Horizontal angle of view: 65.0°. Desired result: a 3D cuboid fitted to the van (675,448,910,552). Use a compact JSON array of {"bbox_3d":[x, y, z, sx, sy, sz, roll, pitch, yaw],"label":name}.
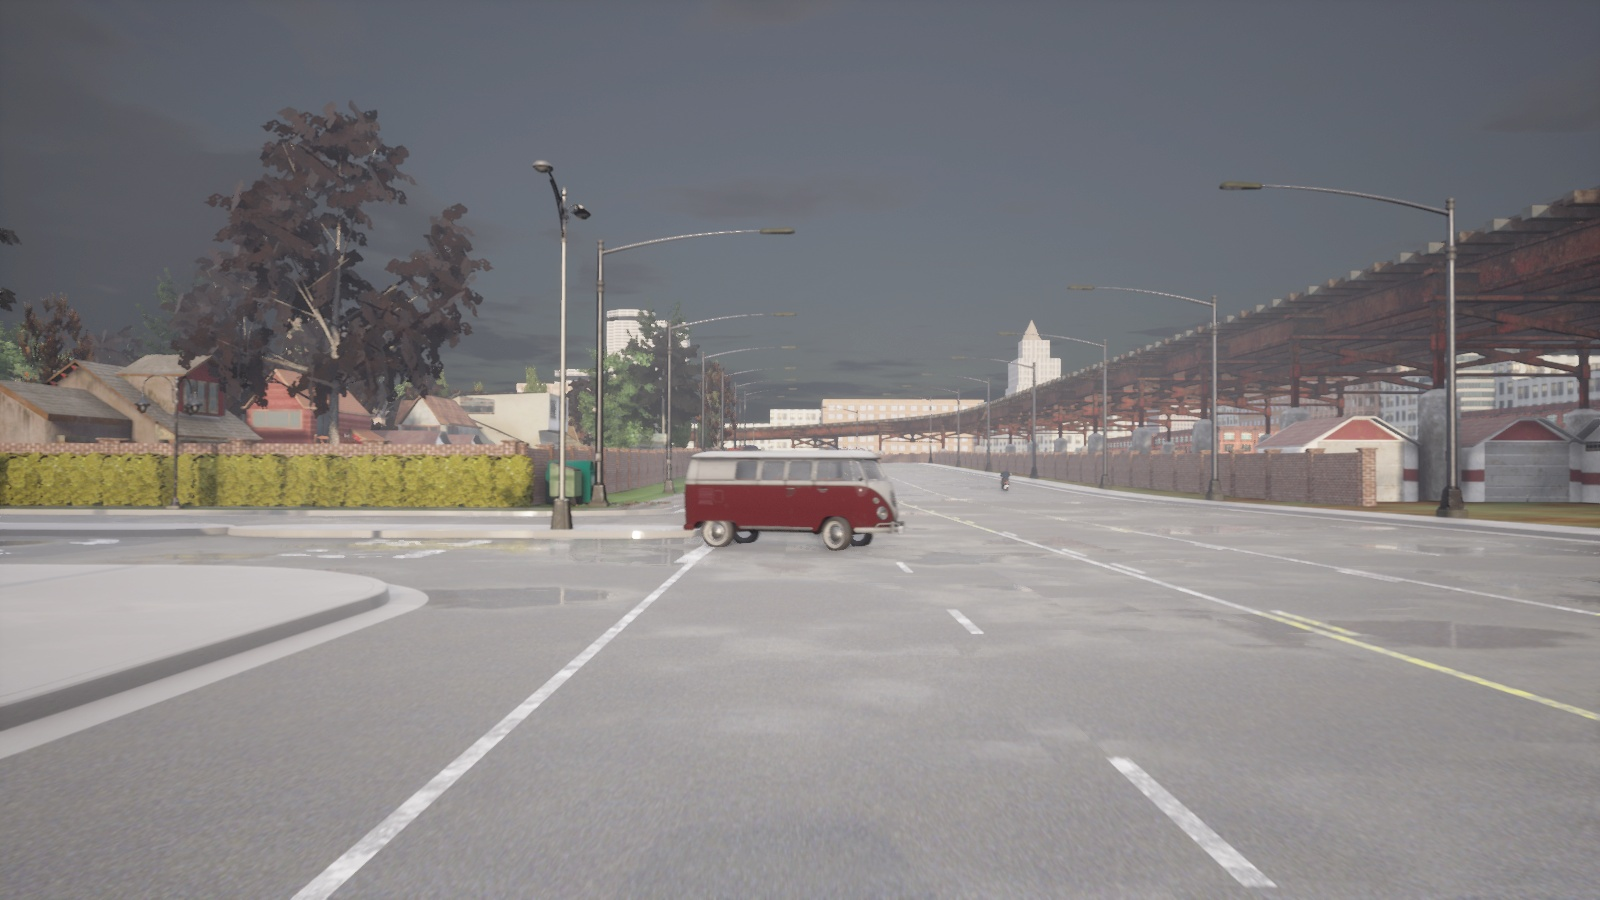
[{"bbox_3d":[-0.148,0.997,25.672,4.442,1.987,1.775,-1,-1,21],"label":"van"}]
